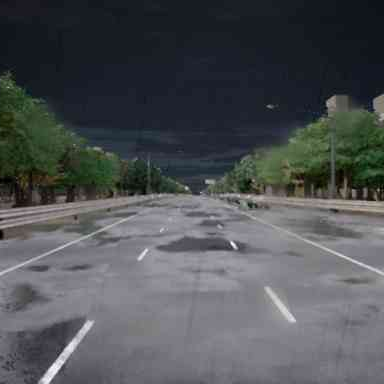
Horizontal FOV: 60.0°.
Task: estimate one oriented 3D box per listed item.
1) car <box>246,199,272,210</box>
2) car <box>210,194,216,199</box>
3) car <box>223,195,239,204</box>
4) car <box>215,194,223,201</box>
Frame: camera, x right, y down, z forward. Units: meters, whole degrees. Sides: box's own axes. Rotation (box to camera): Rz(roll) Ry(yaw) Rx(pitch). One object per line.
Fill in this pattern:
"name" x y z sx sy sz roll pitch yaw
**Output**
"car" 7.977 1.479 40.133 1.895 1.301 4.718 0 0 -6
"car" 7.077 1.275 94.603 2.128 1.511 4.902 0 0 0
"car" 6.947 1.295 57.187 1.837 1.490 4.892 0 0 1
"car" 7.020 1.347 75.693 1.895 1.301 4.718 0 0 0
